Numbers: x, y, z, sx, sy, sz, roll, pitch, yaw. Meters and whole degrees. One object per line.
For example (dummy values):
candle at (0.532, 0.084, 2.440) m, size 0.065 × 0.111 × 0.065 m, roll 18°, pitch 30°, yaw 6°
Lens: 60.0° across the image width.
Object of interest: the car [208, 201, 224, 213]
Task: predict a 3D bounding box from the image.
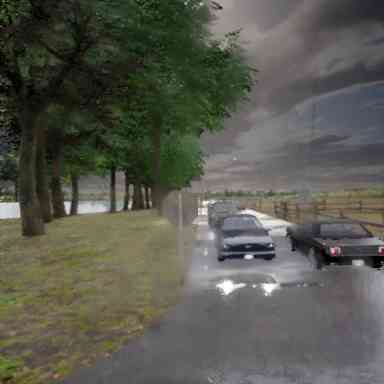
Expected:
car at (2.939, 1.812, 42.114) m, size 1.895 × 1.301 × 4.718 m, roll -2°, pitch -1°, yaw 3°

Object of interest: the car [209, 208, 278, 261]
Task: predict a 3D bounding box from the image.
car at (1.803, 1.577, 12.661) m, size 2.033 × 1.411 × 5.357 m, roll -2°, pitch 0°, yaw 2°

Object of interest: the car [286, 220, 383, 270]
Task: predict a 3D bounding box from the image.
car at (4.433, 1.544, 10.801) m, size 1.895 × 1.301 × 4.718 m, roll -2°, pitch 0°, yaw 4°

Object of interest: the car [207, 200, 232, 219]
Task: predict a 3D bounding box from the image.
car at (2.533, 1.627, 32.074) m, size 2.128 × 1.511 × 4.902 m, roll -2°, pitch 0°, yaw 2°

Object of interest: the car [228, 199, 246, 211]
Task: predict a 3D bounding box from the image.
car at (5.875, 1.708, 43.995) m, size 1.994 × 1.385 × 4.181 m, roll -2°, pitch -1°, yaw 3°

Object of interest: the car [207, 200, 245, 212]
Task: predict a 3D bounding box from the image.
car at (2.149, 1.426, 22.083) m, size 2.097 × 1.767 × 4.553 m, roll -2°, pitch 0°, yaw 2°
